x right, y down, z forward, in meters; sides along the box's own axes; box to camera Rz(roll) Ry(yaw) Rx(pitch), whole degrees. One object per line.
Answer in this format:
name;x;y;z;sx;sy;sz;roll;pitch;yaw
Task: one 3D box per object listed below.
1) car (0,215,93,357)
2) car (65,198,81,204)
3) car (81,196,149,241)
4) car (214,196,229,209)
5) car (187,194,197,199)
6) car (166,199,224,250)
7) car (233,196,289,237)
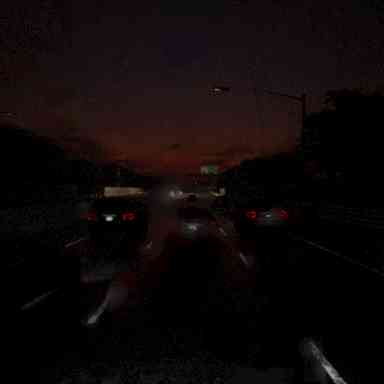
car;-3.500;1.436;5.706;2.033;1.649;4.856;0;0;0
car;-13.995;1.556;40.325;1.837;1.490;4.892;0;0;0
car;-3.498;1.229;16.737;2.150;2.045;5.566;0;0;0
car;3.606;1.345;43.992;2.097;1.767;4.553;0;0;0
car;0.010;1.394;77.426;1.837;1.490;4.892;0;0;0
car;0.033;1.360;14.475;2.097;1.767;4.553;0;0;0
car;3.603;1.231;18.203;2.150;2.045;5.566;0;0;0
